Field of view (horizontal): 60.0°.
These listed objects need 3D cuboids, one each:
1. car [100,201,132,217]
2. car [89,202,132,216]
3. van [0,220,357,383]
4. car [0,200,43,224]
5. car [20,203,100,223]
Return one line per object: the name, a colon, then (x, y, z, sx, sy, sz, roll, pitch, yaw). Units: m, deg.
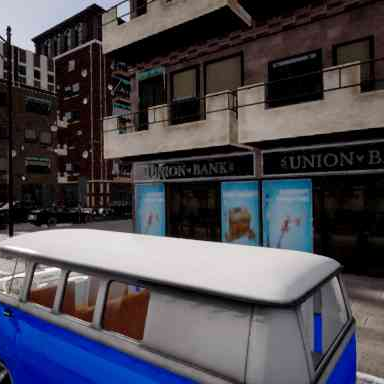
car: (-7.370, 1.671, 34.064, 2.128, 1.511, 4.902, -1, -1, 36)
car: (-8.851, 1.797, 36.432, 1.947, 1.339, 4.313, -2, -1, 36)
van: (-0.549, 1.342, 3.242, 3.998, 1.788, 1.690, 0, -1, 35)
car: (-13.446, 1.473, 25.733, 2.097, 1.767, 4.553, -1, -1, 36)
car: (-8.722, 1.583, 22.381, 1.947, 1.339, 4.313, -2, -1, 36)
